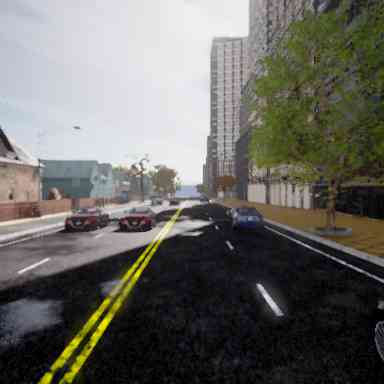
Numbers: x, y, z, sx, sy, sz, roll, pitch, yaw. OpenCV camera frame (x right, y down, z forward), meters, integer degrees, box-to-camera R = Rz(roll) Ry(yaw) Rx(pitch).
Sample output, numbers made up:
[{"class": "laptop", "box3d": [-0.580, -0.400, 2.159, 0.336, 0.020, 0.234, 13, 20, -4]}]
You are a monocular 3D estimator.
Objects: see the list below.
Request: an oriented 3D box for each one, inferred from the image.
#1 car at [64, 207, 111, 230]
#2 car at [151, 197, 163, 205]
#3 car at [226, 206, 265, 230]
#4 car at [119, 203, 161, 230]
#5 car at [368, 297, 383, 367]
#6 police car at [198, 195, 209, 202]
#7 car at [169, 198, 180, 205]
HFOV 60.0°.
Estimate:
[{"class": "car", "box3d": [-6.599, 1.632, 21.336, 1.994, 1.385, 4.181, 0, 0, 0]}, {"class": "car", "box3d": [-6.535, 1.733, 62.170, 2.128, 1.511, 4.902, 0, 0, 1]}, {"class": "car", "box3d": [3.349, 1.616, 21.564, 2.033, 1.411, 5.357, 0, 0, 0]}, {"class": "car", "box3d": [-3.350, 1.632, 21.364, 1.994, 1.385, 4.181, 0, 0, 0]}, {"class": "car", "box3d": [3.350, 1.533, 2.665, 1.812, 1.442, 4.674, 0, 0, 0]}, {"class": "police car", "box3d": [3.240, 1.782, 83.925, 1.930, 1.638, 5.238, 0, 0, 0]}, {"class": "car", "box3d": [-3.277, 1.842, 62.508, 1.895, 1.301, 4.718, 0, 0, 1]}]
